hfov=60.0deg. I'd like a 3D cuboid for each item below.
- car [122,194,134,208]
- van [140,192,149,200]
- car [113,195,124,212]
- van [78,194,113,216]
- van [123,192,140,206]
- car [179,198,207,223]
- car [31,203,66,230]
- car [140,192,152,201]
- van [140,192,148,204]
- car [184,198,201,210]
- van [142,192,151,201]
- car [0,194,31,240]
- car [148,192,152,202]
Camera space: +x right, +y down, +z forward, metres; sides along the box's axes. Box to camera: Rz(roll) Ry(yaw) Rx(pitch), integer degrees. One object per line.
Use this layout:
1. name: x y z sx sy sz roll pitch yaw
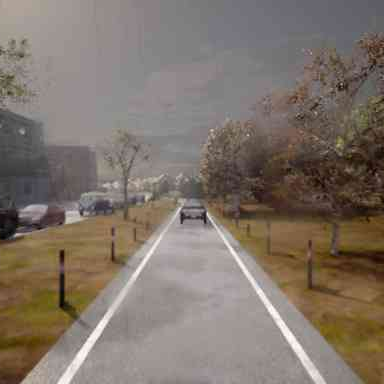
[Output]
1. car: -9.090 1.368 42.054 2.163 1.488 4.792 0 -1 -2
2. van: -13.177 1.095 91.744 1.878 1.987 4.442 1 -1 -15
3. car: -9.083 1.337 36.543 2.231 1.521 4.892 0 -1 -2
4. van: -9.080 1.133 30.858 1.878 1.987 4.442 0 0 2
5. van: -9.103 1.112 48.567 1.878 1.987 4.442 0 -1 -3
6. car: 0.093 1.410 24.367 2.128 1.511 4.902 0 0 0
7. car: -9.059 1.397 19.887 2.002 1.452 4.674 0 0 0
8. car: -10.413 1.072 75.291 2.435 2.045 5.566 1 -1 -9
9. van: -9.270 1.110 58.517 1.878 1.987 4.442 0 -1 -2
10. car: 0.089 1.478 41.159 1.994 1.385 4.181 0 0 0
11. van: -11.126 1.090 80.748 1.878 1.987 4.442 1 -1 -10
12. car: -9.048 1.120 13.142 2.435 2.045 5.566 0 0 1
13. car: -9.887 1.370 69.754 2.002 1.452 4.674 1 -1 -5
